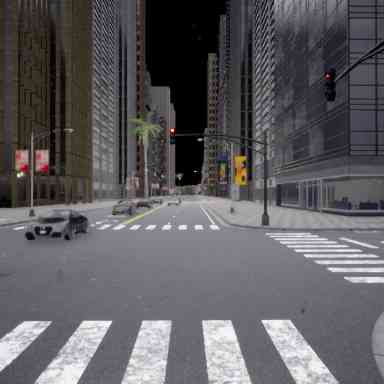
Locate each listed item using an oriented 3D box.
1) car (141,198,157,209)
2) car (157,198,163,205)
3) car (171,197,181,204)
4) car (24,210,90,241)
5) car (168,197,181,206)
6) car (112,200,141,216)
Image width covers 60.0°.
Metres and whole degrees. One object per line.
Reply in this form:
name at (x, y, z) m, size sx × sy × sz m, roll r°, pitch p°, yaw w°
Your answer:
car at (-6.680, 1.672, 47.425) m, size 2.033 × 1.411 × 5.357 m, roll 0°, pitch 0°, yaw 0°
car at (-6.628, 1.758, 63.286) m, size 1.994 × 1.385 × 4.181 m, roll 0°, pitch 0°, yaw 0°
car at (-3.284, 1.786, 69.824) m, size 1.994 × 1.385 × 4.181 m, roll 0°, pitch 0°, yaw 0°
car at (-6.631, 1.594, 16.798) m, size 1.994 × 1.385 × 4.181 m, roll 0°, pitch 0°, yaw 0°
car at (-3.265, 1.775, 59.037) m, size 1.895 × 1.301 × 4.718 m, roll 0°, pitch 0°, yaw 0°
car at (-6.659, 1.580, 33.159) m, size 1.837 × 1.490 × 4.892 m, roll 0°, pitch -1°, yaw 0°
